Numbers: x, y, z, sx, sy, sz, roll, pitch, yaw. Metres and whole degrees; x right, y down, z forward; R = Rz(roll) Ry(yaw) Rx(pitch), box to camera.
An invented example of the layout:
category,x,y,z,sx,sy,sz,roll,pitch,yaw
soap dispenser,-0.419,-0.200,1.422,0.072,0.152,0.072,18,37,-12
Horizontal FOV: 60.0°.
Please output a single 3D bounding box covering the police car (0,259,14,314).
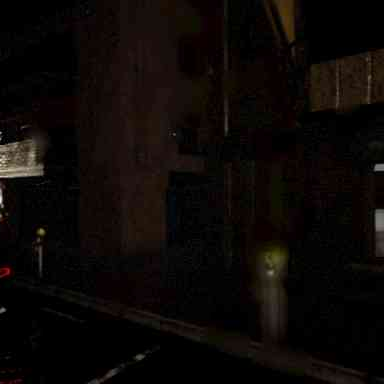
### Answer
category,x,y,z,sx,sy,sz,roll,pitch,yaw
police car,-5.462,1.469,6.416,5.238,1.638,1.930,0,0,36
